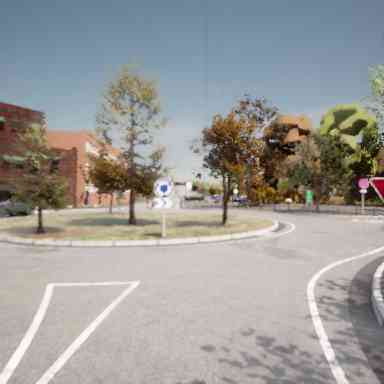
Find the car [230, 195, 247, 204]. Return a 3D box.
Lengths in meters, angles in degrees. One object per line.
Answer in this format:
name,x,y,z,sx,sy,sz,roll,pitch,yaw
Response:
car,9.890,1.816,69.830,1.895,1.301,4.718,0,-1,-13

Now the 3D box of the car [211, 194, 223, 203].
car,6.117,1.843,76.531,1.812,1.442,4.674,0,-1,-3

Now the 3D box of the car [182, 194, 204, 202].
car,0.858,1.691,92.165,5.566,2.045,2.435,0,0,-3

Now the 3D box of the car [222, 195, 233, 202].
car,8.946,1.645,84.766,2.097,1.767,4.553,0,-1,-3

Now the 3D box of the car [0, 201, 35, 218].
car,-15.912,1.474,28.947,1.994,1.385,4.181,0,0,23
